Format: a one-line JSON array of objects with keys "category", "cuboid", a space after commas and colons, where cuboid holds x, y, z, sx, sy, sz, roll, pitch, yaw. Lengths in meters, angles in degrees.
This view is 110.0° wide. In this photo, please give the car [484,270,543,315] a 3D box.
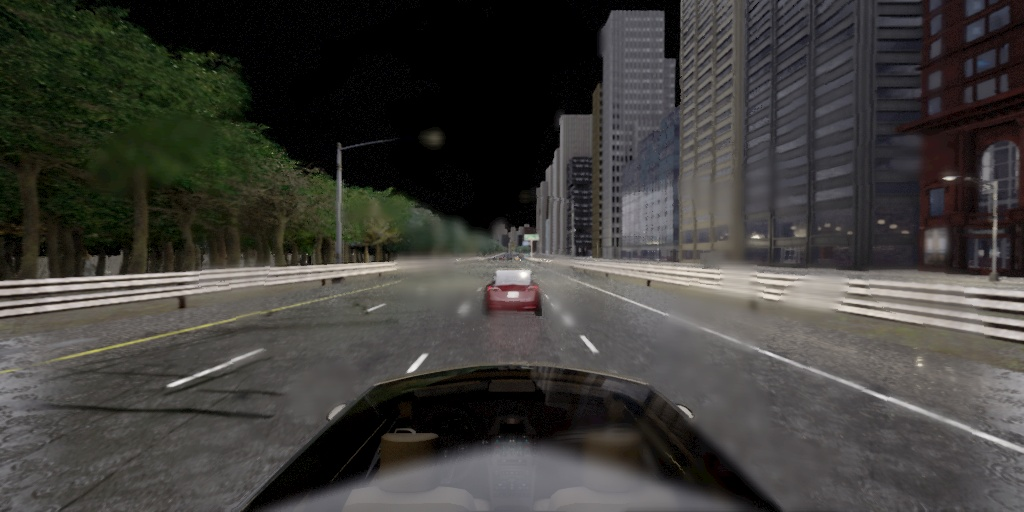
[{"category": "car", "cuboid": [0.039, 1.247, 13.540, 2.163, 1.488, 4.792, 0, 0, 0]}]
